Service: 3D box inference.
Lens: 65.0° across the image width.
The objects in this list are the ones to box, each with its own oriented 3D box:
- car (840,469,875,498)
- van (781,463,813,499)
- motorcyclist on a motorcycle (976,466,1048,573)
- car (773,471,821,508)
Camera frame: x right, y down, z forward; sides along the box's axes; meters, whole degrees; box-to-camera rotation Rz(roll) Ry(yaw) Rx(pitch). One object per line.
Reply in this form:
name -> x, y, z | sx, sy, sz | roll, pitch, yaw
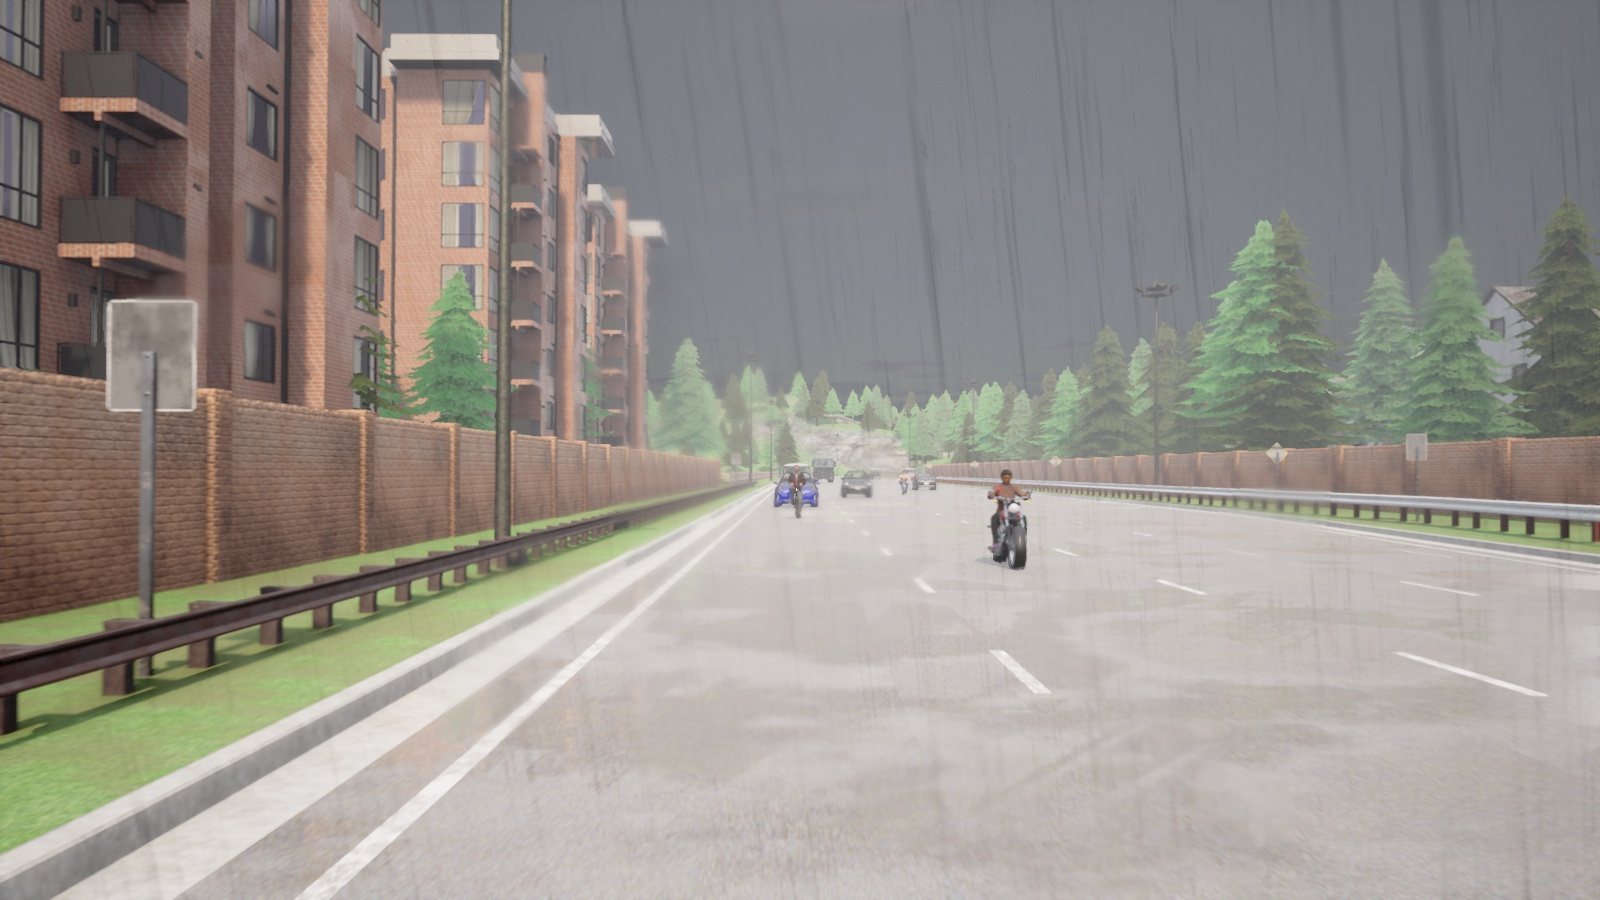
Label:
car -> 3.323, 1.919, 72.830 | 1.851, 1.617, 3.988 | 0, -1, 0
van -> -0.174, 1.762, 71.160 | 1.775, 1.987, 4.442 | 0, -1, 0
motorcyclist on a motorcycle -> 3.450, 1.096, 20.632 | 0.766, 1.649, 2.350 | 0, -1, 0
car -> -0.132, 1.668, 54.130 | 2.007, 1.525, 4.514 | 0, -1, 0
